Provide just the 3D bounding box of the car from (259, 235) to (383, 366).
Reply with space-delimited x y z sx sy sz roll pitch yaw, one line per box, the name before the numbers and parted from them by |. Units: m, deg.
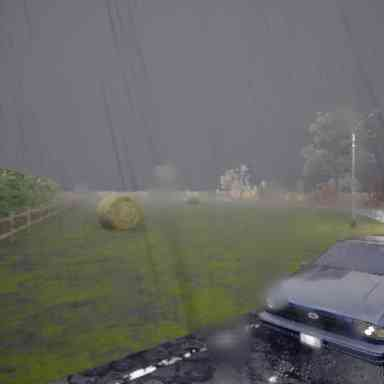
car | 3.487 1.560 6.216 5.357 1.411 2.033 0 0 -44
